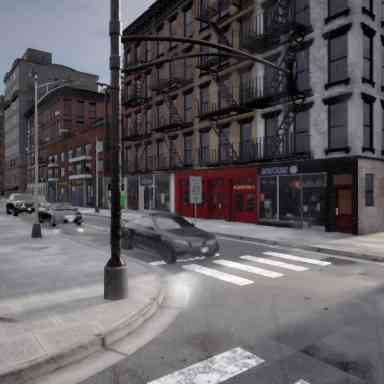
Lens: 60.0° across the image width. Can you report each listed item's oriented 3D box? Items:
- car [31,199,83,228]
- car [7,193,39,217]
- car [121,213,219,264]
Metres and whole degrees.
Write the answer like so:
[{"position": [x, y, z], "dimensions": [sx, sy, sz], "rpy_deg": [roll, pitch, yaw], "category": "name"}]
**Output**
[{"position": [-8.917, 1.460, 22.331], "dimensions": [2.128, 1.511, 4.902], "rpy_deg": [0, 0, -38], "category": "car"}, {"position": [-16.047, 1.168, 31.598], "dimensions": [2.150, 2.045, 5.566], "rpy_deg": [0, 0, -37], "category": "car"}, {"position": [-1.021, 1.515, 12.114], "dimensions": [1.812, 1.442, 4.674], "rpy_deg": [0, 0, -38], "category": "car"}]
